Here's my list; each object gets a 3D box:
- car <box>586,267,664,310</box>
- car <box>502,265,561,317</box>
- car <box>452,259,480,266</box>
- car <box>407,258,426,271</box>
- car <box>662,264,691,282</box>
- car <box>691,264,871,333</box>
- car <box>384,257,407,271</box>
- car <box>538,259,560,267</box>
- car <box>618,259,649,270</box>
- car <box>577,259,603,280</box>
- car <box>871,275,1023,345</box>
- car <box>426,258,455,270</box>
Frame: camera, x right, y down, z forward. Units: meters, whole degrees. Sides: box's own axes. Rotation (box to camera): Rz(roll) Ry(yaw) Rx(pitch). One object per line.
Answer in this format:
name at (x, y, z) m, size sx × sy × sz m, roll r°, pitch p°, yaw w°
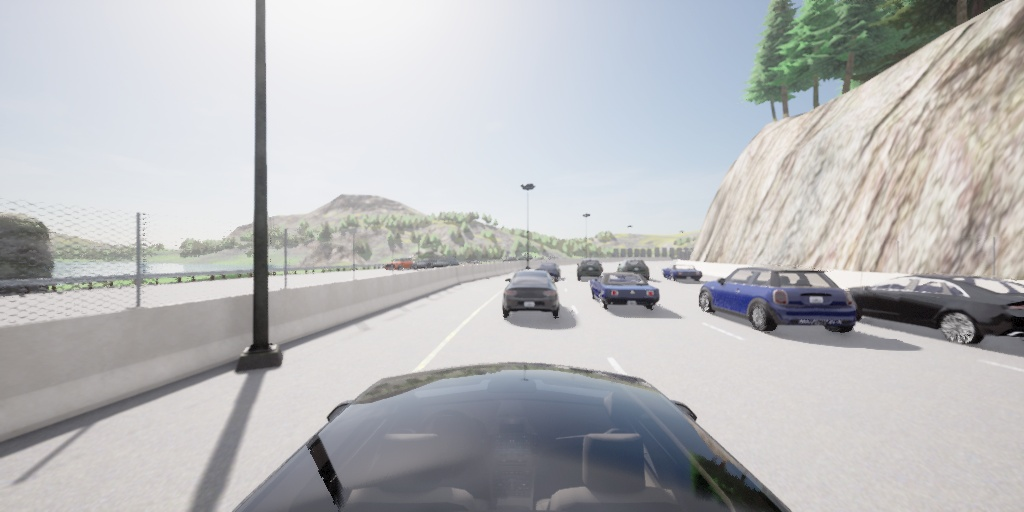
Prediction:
car at (4.351, 1.321, 14.607) m, size 1.895 × 1.301 × 4.718 m, roll 0°, pitch 0°, yaw 5°
car at (0.711, 1.247, 12.897) m, size 1.812 × 1.442 × 4.674 m, roll 0°, pitch 0°, yaw 5°
car at (-5.098, 1.241, 43.465) m, size 1.895 × 1.301 × 4.718 m, roll 0°, pitch 0°, yaw 14°
car at (-11.351, 1.132, 47.149) m, size 1.837 × 1.490 × 4.892 m, roll 0°, pitch 0°, yaw 15°
car at (13.294, 1.292, 28.340) m, size 1.895 × 1.301 × 4.718 m, roll 0°, pitch 0°, yaw 10°
car at (7.559, 1.083, 10.843) m, size 2.097 × 1.767 × 4.553 m, roll 0°, pitch 0°, yaw 4°
car at (-14.901, 0.976, 47.375) m, size 2.097 × 1.767 × 4.553 m, roll 0°, pitch 0°, yaw 15°
car at (3.224, 1.241, 31.422) m, size 1.994 × 1.385 × 4.181 m, roll 0°, pitch 0°, yaw 11°
car at (10.068, 1.037, 29.969) m, size 2.097 × 1.767 × 4.553 m, roll 0°, pitch 0°, yaw 11°
car at (6.571, 1.034, 30.292) m, size 2.097 × 1.767 × 4.553 m, roll 0°, pitch 0°, yaw 11°
car at (10.948, 1.230, 9.344) m, size 2.128 × 1.511 × 4.902 m, roll 0°, pitch 0°, yaw 4°
car at (-8.349, 0.986, 44.756) m, size 2.097 × 1.767 × 4.553 m, roll 0°, pitch 0°, yaw 14°
